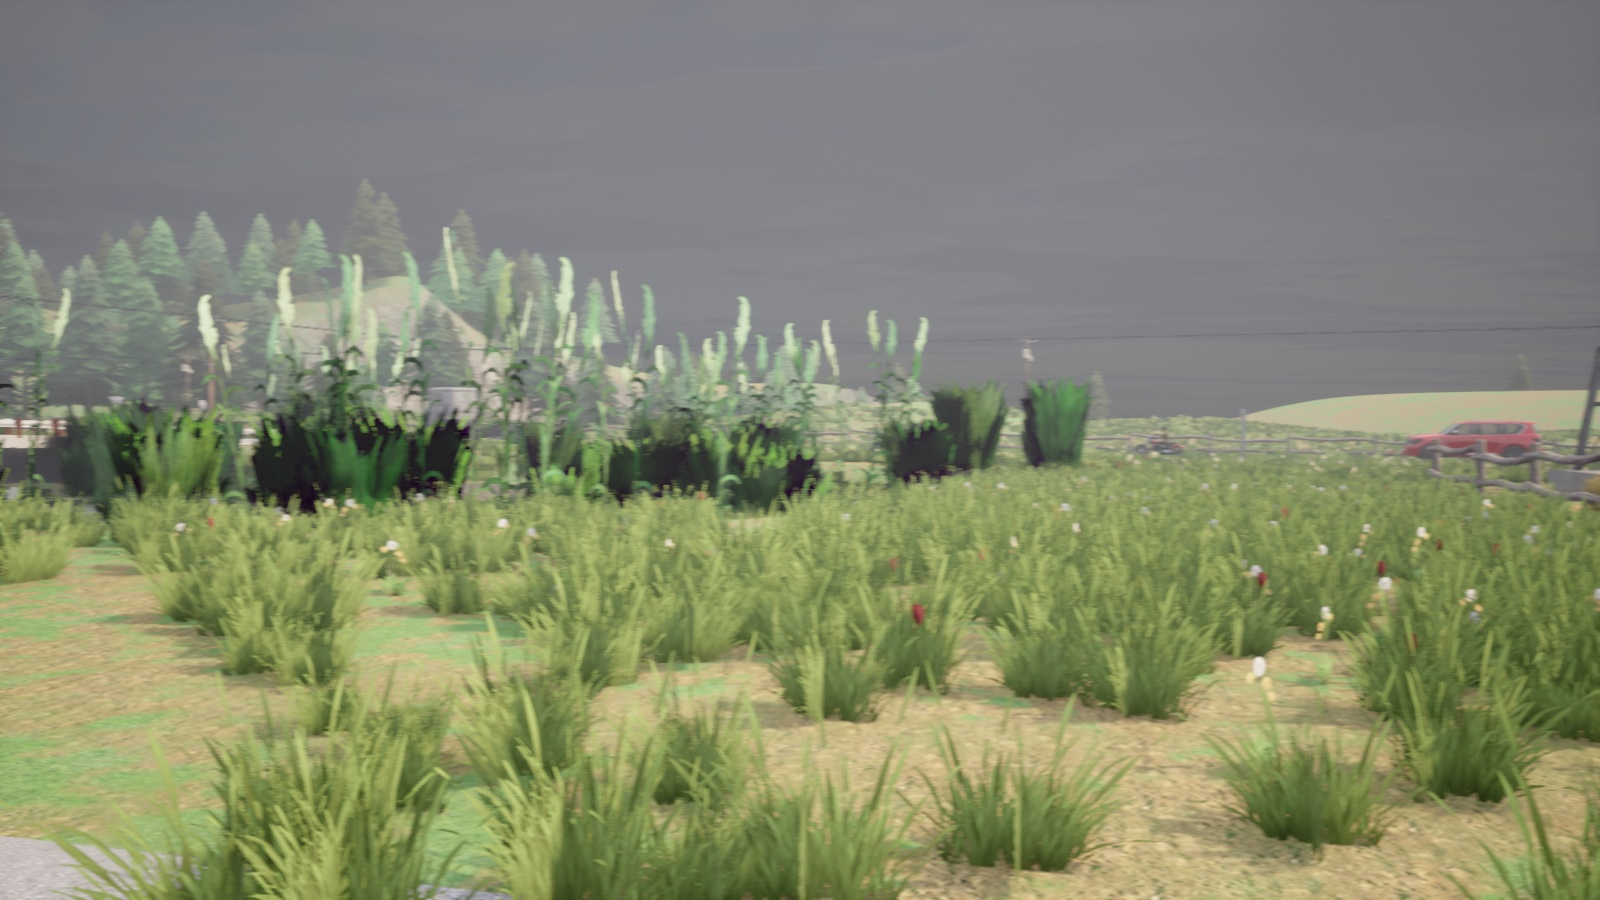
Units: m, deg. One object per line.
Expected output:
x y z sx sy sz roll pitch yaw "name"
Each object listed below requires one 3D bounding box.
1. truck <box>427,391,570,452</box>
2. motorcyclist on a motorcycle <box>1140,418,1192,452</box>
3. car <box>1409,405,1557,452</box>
-17.798 -1.650 74.133 7.936 3.462 2.891 0 1 21 "truck"
17.753 -0.729 60.921 2.350 1.649 0.766 0 1 20 "motorcyclist on a motorcycle"
30.454 -0.964 56.224 5.566 2.045 2.150 0 1 20 "car"
